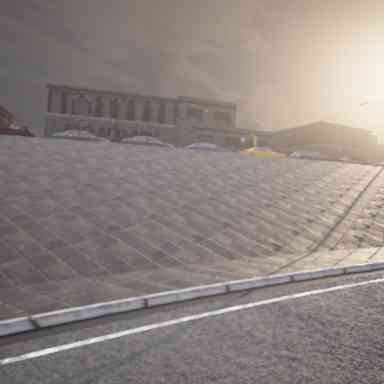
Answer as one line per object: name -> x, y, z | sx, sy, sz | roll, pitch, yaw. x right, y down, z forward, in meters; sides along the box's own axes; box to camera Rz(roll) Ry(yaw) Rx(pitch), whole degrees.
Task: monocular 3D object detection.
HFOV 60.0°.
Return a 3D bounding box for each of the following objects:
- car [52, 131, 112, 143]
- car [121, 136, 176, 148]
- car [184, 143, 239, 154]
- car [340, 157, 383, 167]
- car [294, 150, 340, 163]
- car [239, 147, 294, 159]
car -> -9.175, -4.308, 28.005 | 4.892, 1.521, 2.231 | 2, -1, -14
car -> -3.820, -4.063, 29.324 | 4.892, 1.521, 2.231 | 3, -1, -14
car -> 1.533, -3.757, 30.749 | 4.674, 1.452, 2.002 | 3, -1, -15
car -> 17.542, -2.939, 35.772 | 4.792, 1.488, 2.163 | 3, -1, -19
car -> 12.130, -3.377, 33.940 | 4.553, 1.767, 2.185 | 3, -1, -17
car -> 6.858, -3.524, 32.290 | 5.008, 1.535, 2.097 | 3, -1, -16
